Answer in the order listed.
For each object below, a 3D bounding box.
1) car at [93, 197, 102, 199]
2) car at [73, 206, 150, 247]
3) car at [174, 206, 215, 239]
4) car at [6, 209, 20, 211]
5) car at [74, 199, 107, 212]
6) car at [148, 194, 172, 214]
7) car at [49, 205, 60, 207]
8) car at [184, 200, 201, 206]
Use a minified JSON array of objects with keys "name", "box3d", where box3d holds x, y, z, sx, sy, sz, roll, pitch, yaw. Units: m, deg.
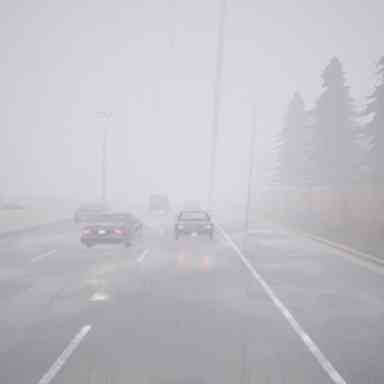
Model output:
[{"name":"car","box3d":[-17.294,1.631,61.006,1.812,1.442,4.674,0,0,1]},{"name":"car","box3d":[-3.396,1.563,15.068,2.033,1.411,5.357,0,0,0]},{"name":"car","box3d":[0.104,1.619,17.282,1.895,1.301,4.718,0,0,0]},{"name":"car","box3d":[-14.088,1.590,25.254,1.994,1.385,4.181,0,0,0]},{"name":"car","box3d":[-6.893,1.516,23.809,2.128,1.511,4.902,0,0,0]},{"name":"car","box3d":[-3.444,1.259,35.794,2.150,2.045,5.566,0,0,-1]},{"name":"car","box3d":[-21.033,1.403,50.609,2.097,1.767,4.553,0,0,1]},{"name":"car","box3d":[0.044,1.605,39.404,1.994,1.385,4.181,0,0,0]}]
